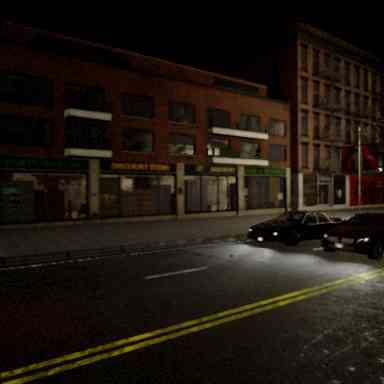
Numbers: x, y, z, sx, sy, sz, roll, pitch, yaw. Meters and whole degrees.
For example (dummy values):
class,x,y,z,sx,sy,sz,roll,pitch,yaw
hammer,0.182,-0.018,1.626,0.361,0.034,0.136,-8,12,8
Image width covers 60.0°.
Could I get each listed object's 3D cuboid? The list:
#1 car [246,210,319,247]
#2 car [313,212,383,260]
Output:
class,x,y,z,sx,sy,sz,roll,pitch,yaw
car,4.979,1.549,15.203,5.357,1.411,2.033,0,0,-35
car,6.852,1.528,12.548,4.674,1.442,1.812,0,0,-35
